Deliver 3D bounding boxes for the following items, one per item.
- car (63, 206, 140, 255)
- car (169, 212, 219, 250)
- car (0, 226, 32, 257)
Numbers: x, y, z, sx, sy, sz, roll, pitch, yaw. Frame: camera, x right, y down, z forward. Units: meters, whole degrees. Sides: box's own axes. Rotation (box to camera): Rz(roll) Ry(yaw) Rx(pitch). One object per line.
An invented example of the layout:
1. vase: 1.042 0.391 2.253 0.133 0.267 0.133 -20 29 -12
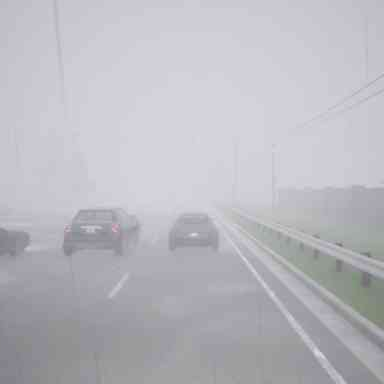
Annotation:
1. car: -3.429 1.351 13.458 2.097 1.767 4.553 0 0 0
2. car: 0.076 1.563 14.356 1.994 1.385 4.181 0 0 0
3. car: -6.954 1.548 10.028 2.033 1.411 5.357 0 0 0
